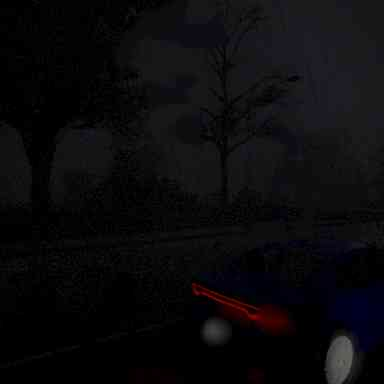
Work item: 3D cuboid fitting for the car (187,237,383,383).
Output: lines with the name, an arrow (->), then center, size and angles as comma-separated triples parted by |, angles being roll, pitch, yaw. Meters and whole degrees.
car -> 2.273, 1.465, 5.290 | 5.008, 1.535, 1.882 | 0, 0, -35

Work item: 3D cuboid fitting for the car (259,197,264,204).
car -> 12.303, 1.528, 59.693 | 2.033, 1.411, 5.357 | 0, 0, -24
